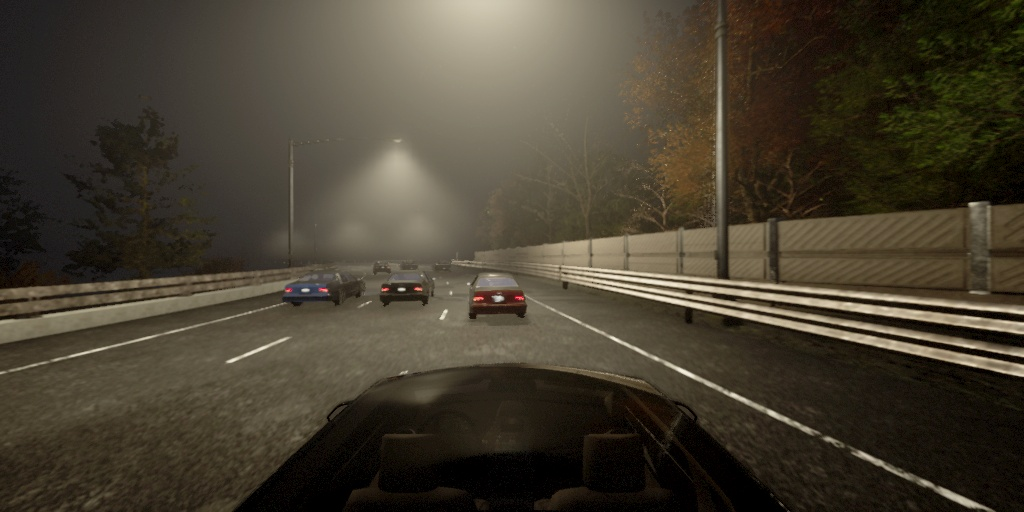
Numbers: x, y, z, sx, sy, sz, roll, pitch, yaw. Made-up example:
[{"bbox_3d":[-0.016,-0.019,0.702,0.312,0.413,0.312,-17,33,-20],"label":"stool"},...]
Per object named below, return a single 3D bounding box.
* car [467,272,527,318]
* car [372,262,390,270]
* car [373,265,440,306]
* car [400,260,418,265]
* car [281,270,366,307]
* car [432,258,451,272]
[{"bbox_3d":[-0.646,1.303,13.050,2.033,1.411,5.357,0,0,-6],"label":"car"},{"bbox_3d":[-15.560,1.366,42.763,2.033,1.411,5.357,0,0,-23],"label":"car"},{"bbox_3d":[-4.543,1.318,16.075,2.033,1.411,5.357,0,0,-8],"label":"car"},{"bbox_3d":[-13.268,1.302,46.050,2.128,1.511,4.902,0,0,-24],"label":"car"},{"bbox_3d":[-8.049,1.331,15.849,2.033,1.411,5.357,0,0,-8],"label":"car"},{"bbox_3d":[-8.983,1.286,45.512,2.128,1.511,4.902,0,0,-20],"label":"car"}]
